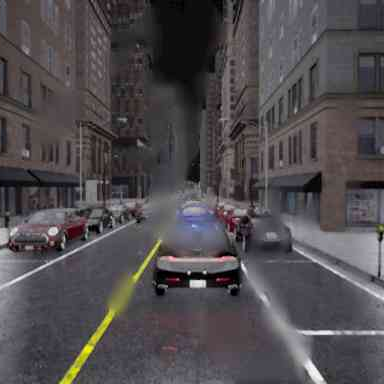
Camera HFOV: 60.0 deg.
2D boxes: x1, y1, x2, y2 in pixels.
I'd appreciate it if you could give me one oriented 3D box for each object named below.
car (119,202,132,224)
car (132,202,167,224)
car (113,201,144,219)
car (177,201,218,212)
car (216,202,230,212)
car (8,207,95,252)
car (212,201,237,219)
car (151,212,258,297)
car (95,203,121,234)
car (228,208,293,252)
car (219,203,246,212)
[{"bbox_3d":[-5.685,1.550,24.701,2.008,1.369,4.403,-1,0,0],"label":"car"},{"bbox_3d":[-2.941,1.506,24.915,1.837,1.490,4.892,0,-1,1],"label":"car"},{"bbox_3d":[-5.666,1.544,30.207,1.887,1.381,4.507,-1,0,0],"label":"car"},{"bbox_3d":[0.164,1.476,18.100,1.882,1.535,5.008,0,0,0],"label":"car"},{"bbox_3d":[2.839,1.544,24.670,1.887,1.381,4.507,-1,0,0],"label":"car"},{"bbox_3d":[-5.727,1.438,13.691,1.967,1.590,4.097,-1,0,0],"label":"car"},{"bbox_3d":[2.859,1.544,30.176,1.887,1.381,4.507,-1,0,0],"label":"car"},{"bbox_3d":[0.128,1.490,8.595,2.128,1.511,4.902,0,0,0],"label":"car"},{"bbox_3d":[-5.705,1.564,19.196,1.947,1.339,4.313,-1,0,0],"label":"car"},{"bbox_3d":[2.800,1.564,13.660,1.947,1.339,4.313,-1,0,0],"label":"car"},{"bbox_3d":[2.820,1.543,19.165,1.887,1.381,4.507,-1,0,0],"label":"car"}]
